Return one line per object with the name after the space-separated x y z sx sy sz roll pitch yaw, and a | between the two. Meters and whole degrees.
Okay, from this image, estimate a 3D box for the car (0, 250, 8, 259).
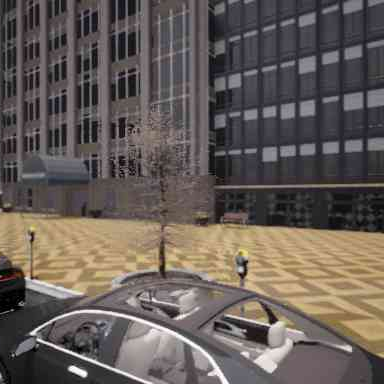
-4.885 1.550 6.360 4.403 1.369 2.008 0 0 35 | car

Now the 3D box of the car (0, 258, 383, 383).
-0.386 1.551 3.154 4.403 1.369 2.008 0 0 35 | car
